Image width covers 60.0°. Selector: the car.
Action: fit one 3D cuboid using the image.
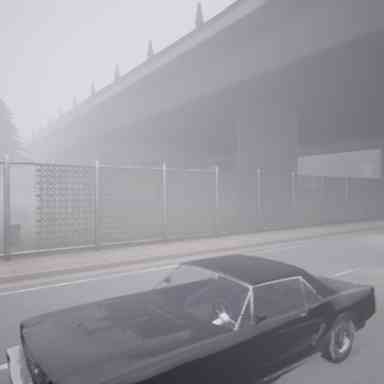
[{"bbox_3d":[0.351,1.599,4.276,4.718,1.301,1.895,0,0,-37],"label":"car"}]
